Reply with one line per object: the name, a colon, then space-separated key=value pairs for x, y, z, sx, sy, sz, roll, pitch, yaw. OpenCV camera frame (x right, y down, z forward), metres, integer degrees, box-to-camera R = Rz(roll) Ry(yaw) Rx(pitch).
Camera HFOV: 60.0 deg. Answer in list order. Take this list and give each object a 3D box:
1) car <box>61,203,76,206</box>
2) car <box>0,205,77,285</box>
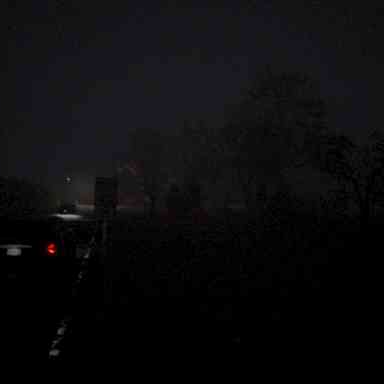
car: x=-15.926 y=2.032 z=42.551 sx=1.895 sy=1.301 sz=4.718 roll=3 pitch=-2 yaw=-14
car: x=-4.649 y=1.435 z=9.775 sx=2.097 sy=1.767 sz=4.553 roll=3 pitch=-1 yaw=-14
